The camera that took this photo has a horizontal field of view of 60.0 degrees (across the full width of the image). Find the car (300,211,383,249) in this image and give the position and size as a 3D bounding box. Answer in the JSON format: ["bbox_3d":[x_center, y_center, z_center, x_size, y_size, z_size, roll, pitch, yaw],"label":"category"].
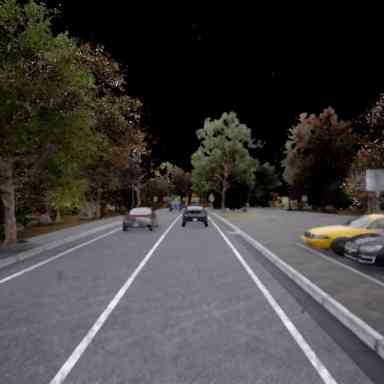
[{"bbox_3d":[6.961,1.513,12.674,5.366,1.575,1.946,0,0,0],"label":"car"}]

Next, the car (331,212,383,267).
[{"bbox_3d":[7.137,1.497,9.904,4.892,1.521,2.231,0,0,0],"label":"car"}]

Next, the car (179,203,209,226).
[{"bbox_3d":[0.226,1.756,25.720,1.837,1.490,4.892,0,-1,0],"label":"car"}]

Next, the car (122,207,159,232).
[{"bbox_3d":[-3.244,1.702,21.630,1.812,1.442,4.674,0,-1,0],"label":"car"}]

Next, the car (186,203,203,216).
[{"bbox_3d":[0.312,2.208,42.907,2.128,1.511,4.902,0,-2,0],"label":"car"}]

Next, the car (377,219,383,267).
[{"bbox_3d":[7.122,1.484,7.132,5.008,1.535,2.097,0,0,0],"label":"car"}]

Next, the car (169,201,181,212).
[{"bbox_3d":[-2.971,2.635,62.283,2.150,2.045,5.566,0,-2,1],"label":"car"}]
